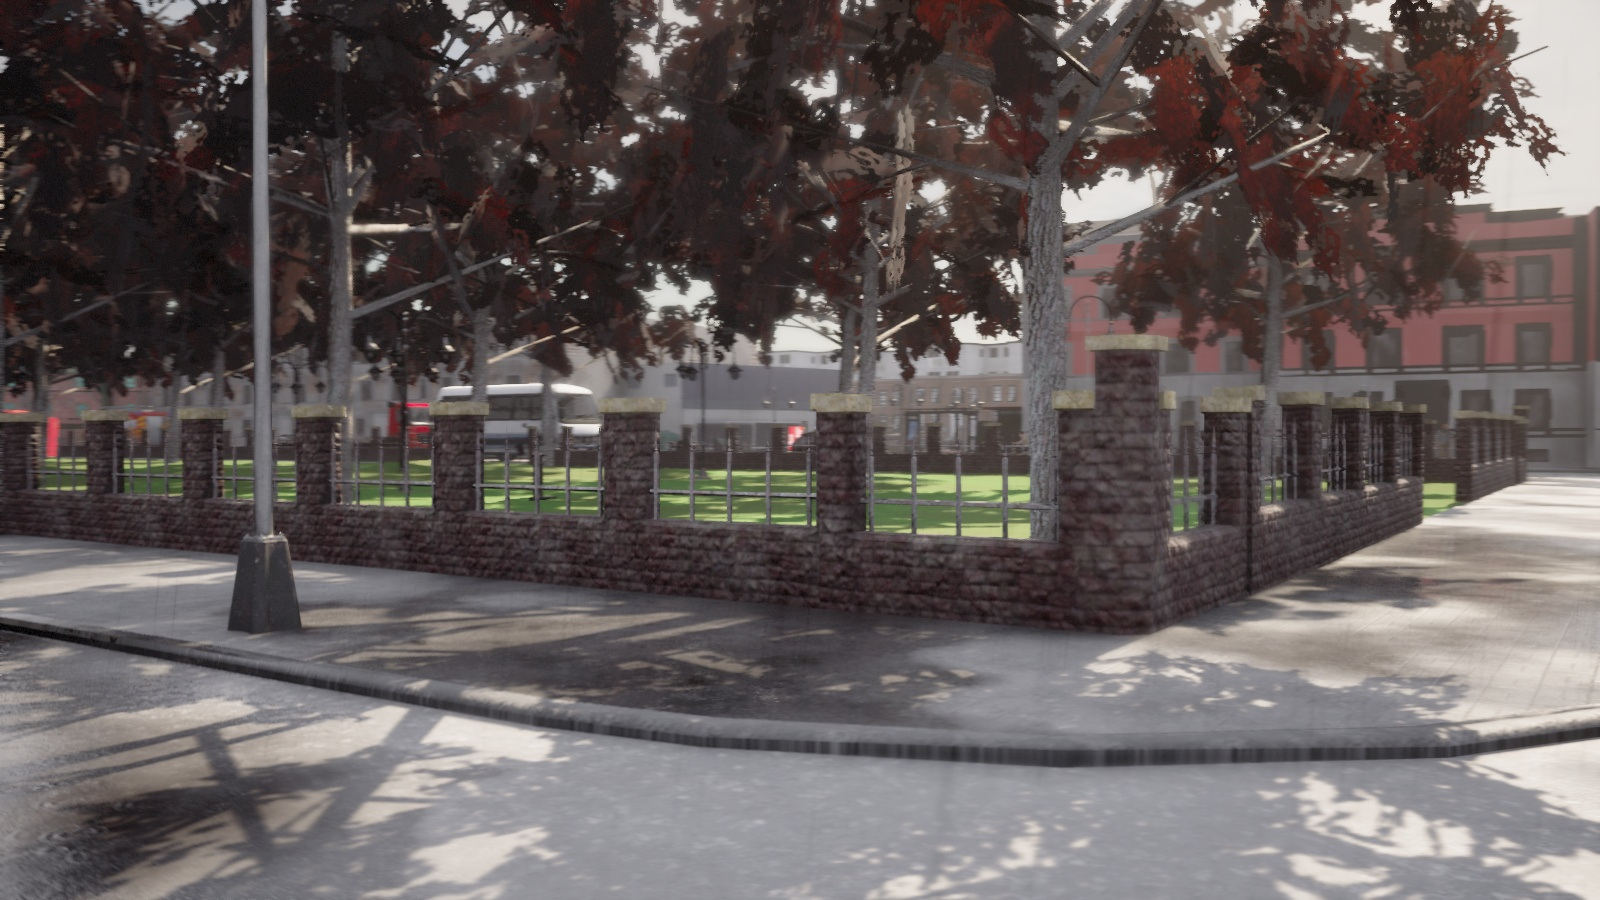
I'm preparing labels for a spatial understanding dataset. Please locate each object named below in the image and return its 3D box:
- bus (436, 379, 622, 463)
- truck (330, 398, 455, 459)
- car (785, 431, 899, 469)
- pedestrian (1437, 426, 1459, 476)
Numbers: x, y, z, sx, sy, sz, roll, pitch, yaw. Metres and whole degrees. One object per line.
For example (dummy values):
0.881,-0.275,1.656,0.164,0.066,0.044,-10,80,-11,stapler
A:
-14.902,-1.558,68.515,10.273,4.253,3.944,1,1,35,bus
-24.409,-1.295,75.054,7.936,3.462,2.891,1,1,34,truck
1.888,-0.019,56.966,4.856,1.649,2.033,1,1,34,car
24.412,0.032,47.304,0.540,1.848,0.694,0,1,11,pedestrian
